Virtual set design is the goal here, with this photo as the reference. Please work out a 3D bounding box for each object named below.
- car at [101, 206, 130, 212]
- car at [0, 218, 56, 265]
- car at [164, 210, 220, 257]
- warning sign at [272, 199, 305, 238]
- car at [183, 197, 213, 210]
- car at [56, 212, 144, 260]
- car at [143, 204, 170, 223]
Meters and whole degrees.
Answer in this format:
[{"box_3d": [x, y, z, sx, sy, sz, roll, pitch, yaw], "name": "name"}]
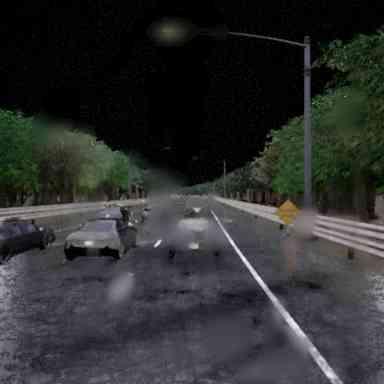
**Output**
[{"box_3d": [-6.485, 1.839, 28.062, 1.994, 1.385, 4.181, 0, 0, 2], "name": "car"}, {"box_3d": [-6.906, 1.671, 12.137, 2.033, 1.411, 5.357, 0, -1, 1], "name": "car"}, {"box_3d": [0.140, 1.661, 13.408, 1.812, 1.442, 4.674, 0, 0, 2], "name": "car"}, {"box_3d": [4.724, 1.281, 16.386, 1.300, 1.860, 1.060, 0, 0, 1], "name": "warning sign"}, {"box_3d": [0.476, 1.490, 26.962, 2.150, 2.045, 5.566, 0, 0, 2], "name": "car"}, {"box_3d": [-3.370, 1.697, 13.102, 1.994, 1.385, 4.181, 0, 0, 2], "name": "car"}, {"box_3d": [-2.984, 1.767, 27.994, 2.128, 1.511, 4.902, 0, 0, 2], "name": "car"}]
